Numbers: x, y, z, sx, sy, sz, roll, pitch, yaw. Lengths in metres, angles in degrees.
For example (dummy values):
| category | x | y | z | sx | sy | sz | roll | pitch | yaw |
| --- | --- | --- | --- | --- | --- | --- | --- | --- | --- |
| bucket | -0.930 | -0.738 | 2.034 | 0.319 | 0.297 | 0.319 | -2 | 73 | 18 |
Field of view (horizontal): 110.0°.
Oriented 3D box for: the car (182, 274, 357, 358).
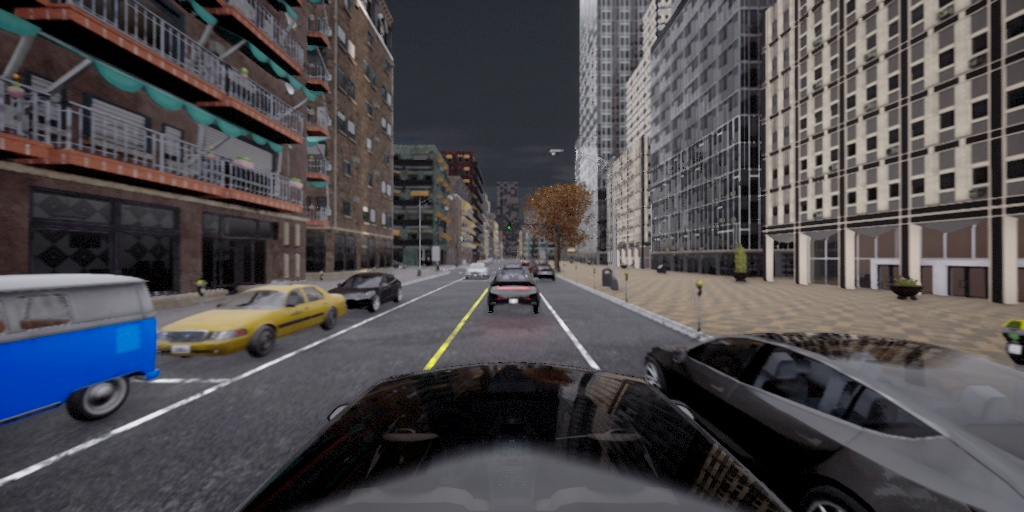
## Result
| category | x | y | z | sx | sy | sz | roll | pitch | yaw |
| --- | --- | --- | --- | --- | --- | --- | --- | --- | --- |
| car | -5.691 | 1.288 | 8.576 | 1.751 | 1.417 | 4.829 | 0 | 0 | 0 |

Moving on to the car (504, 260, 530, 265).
| category | x | y | z | sx | sy | sz | roll | pitch | yaw |
| --- | --- | --- | --- | --- | --- | --- | --- | --- | --- |
| car | 0.061 | 1.299 | 28.851 | 2.128 | 1.511 | 4.902 | 0 | 0 | 0 |

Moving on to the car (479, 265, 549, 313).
| category | x | y | z | sx | sy | sz | roll | pitch | yaw |
| --- | --- | --- | --- | --- | --- | --- | --- | --- | --- |
| car | 0.069 | 1.266 | 14.158 | 2.128 | 1.511 | 4.902 | 0 | 0 | 0 |

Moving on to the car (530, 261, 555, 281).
| category | x | y | z | sx | sy | sz | roll | pitch | yaw |
| --- | --- | --- | --- | --- | --- | --- | --- | --- | --- |
| car | 2.683 | 1.378 | 30.839 | 1.948 | 1.339 | 4.313 | 0 | 0 | 0 |

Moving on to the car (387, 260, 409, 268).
| category | x | y | z | sx | sy | sz | roll | pitch | yaw |
| --- | --- | --- | --- | --- | --- | --- | --- | --- | --- |
| car | -16.450 | 1.196 | 49.328 | 4.403 | 1.370 | 2.007 | 0 | 0 | -1 |

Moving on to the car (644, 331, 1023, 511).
| category | x | y | z | sx | sy | sz | roll | pitch | yaw |
| --- | --- | --- | --- | --- | --- | --- | --- | --- | --- |
| car | 2.692 | 1.319 | 3.225 | 1.948 | 1.339 | 4.313 | 0 | 0 | 0 |

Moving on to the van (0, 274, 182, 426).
| category | x | y | z | sx | sy | sz | roll | pitch | yaw |
| --- | --- | --- | --- | --- | --- | --- | --- | --- | --- |
| van | -5.689 | 1.093 | 3.223 | 1.690 | 1.789 | 3.998 | 0 | 0 | 0 |

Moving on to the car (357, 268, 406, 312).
| category | x | y | z | sx | sy | sz | roll | pitch | yaw |
| --- | --- | --- | --- | --- | --- | --- | --- | --- | --- |
| car | -5.693 | 1.339 | 14.269 | 1.948 | 1.339 | 4.313 | 0 | 0 | 0 |

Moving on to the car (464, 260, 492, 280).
| category | x | y | z | sx | sy | sz | roll | pitch | yaw |
| --- | --- | --- | --- | --- | --- | --- | --- | --- | --- |
| car | -3.086 | 1.342 | 32.601 | 1.812 | 1.442 | 4.674 | 0 | 0 | 0 |

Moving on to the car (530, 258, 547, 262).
| category | x | y | z | sx | sy | sz | roll | pitch | yaw |
| --- | --- | --- | --- | --- | --- | --- | --- | --- | --- |
| car | 2.681 | 1.140 | 36.362 | 2.192 | 1.841 | 5.009 | 0 | 0 | 0 |
